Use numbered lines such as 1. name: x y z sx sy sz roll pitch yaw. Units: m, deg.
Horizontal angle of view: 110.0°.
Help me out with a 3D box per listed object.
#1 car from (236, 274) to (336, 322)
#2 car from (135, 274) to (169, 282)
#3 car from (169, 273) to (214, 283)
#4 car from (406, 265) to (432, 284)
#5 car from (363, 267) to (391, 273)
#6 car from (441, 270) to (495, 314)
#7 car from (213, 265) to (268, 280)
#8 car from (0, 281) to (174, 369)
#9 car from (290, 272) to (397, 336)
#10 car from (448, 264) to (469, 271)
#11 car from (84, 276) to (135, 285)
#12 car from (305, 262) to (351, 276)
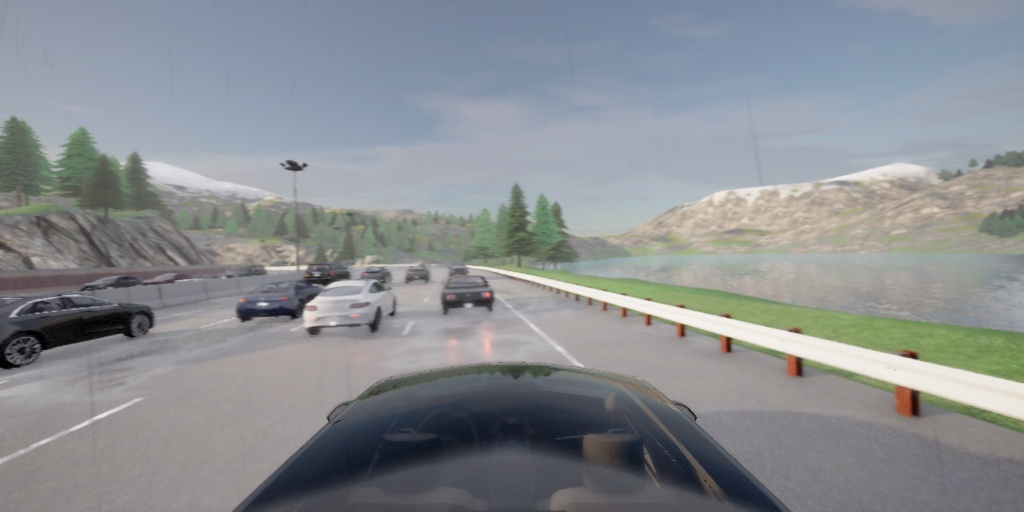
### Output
1. car: -8.906 1.644 14.328 1.994 1.385 4.181 -2 0 -9
2. car: -33.952 2.488 35.637 1.882 1.535 5.008 -2 0 -10
3. car: -30.239 2.473 34.853 1.895 1.301 4.718 -2 0 -10
4. car: -8.200 1.544 31.614 2.128 1.511 4.902 -2 0 -9
5. car: -11.653 1.673 31.058 2.128 1.511 4.902 -2 0 -9
6. car: -1.845 1.418 14.486 1.895 1.301 4.718 -2 0 -9
7. car: -26.953 1.968 36.257 2.150 2.045 5.566 -2 0 -10
8. car: -11.590 1.673 8.928 2.128 1.511 4.902 -2 0 -9
9. car: -4.886 1.456 11.333 1.812 1.442 4.674 -2 0 -9
10. car: -4.975 1.456 33.570 1.812 1.442 4.674 -2 0 -9
11. car: -37.111 2.636 33.476 1.837 1.490 4.892 -2 -1 -10
12. car: -14.907 1.525 29.223 2.150 2.045 5.566 -2 0 -9
